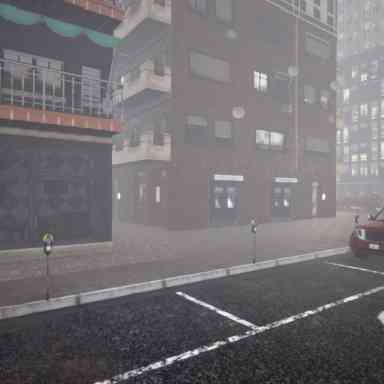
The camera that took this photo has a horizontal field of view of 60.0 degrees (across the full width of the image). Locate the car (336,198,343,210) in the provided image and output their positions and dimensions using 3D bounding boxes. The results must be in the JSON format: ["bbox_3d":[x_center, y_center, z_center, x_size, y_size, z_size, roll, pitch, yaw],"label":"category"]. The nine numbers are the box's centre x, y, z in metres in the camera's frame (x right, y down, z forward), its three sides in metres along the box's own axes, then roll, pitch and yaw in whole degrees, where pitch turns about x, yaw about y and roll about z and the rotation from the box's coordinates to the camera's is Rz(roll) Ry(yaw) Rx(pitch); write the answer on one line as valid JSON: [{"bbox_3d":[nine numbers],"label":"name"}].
[{"bbox_3d":[12.752,1.333,34.202,1.802,1.307,4.206,1,0,-36],"label":"car"}]

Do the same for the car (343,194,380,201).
[{"bbox_3d":[19.367,1.112,38.952,2.192,1.841,5.009,1,0,-36],"label":"car"}]

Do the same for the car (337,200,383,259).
[{"bbox_3d":[7.506,1.318,11.424,5.009,1.841,2.192,0,0,-35],"label":"car"}]
